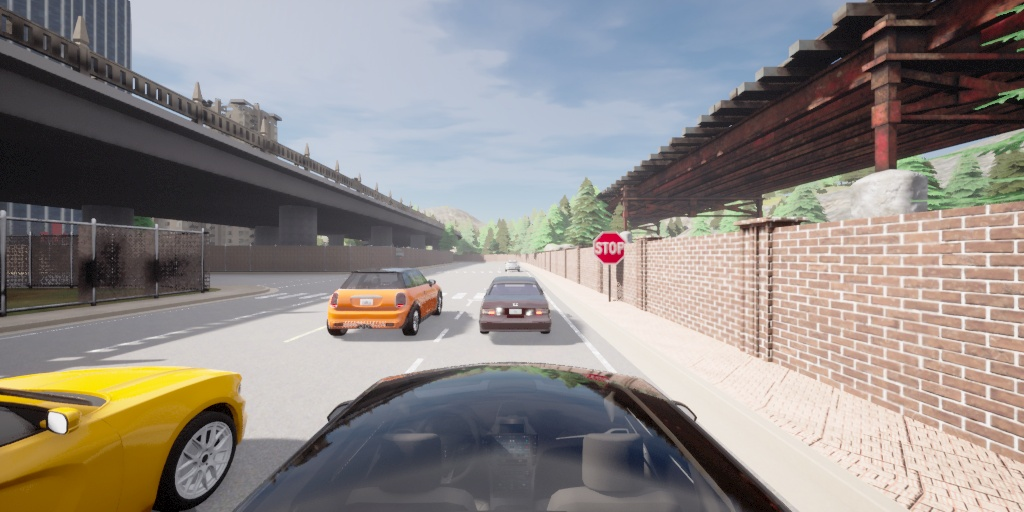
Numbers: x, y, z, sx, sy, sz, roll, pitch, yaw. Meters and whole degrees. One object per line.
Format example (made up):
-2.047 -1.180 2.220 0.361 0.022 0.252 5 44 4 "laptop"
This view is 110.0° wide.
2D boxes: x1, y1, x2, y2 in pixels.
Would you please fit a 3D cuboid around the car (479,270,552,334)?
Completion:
0.075 1.297 10.581 2.033 1.411 5.357 0 0 0 "car"

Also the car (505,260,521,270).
0.054 1.276 46.325 1.812 1.442 4.674 0 0 -1 "car"

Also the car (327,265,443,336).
-3.426 1.102 10.557 2.097 1.767 4.553 0 0 0 "car"

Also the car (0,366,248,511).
-3.398 1.228 1.300 1.882 1.535 5.008 0 0 0 "car"
